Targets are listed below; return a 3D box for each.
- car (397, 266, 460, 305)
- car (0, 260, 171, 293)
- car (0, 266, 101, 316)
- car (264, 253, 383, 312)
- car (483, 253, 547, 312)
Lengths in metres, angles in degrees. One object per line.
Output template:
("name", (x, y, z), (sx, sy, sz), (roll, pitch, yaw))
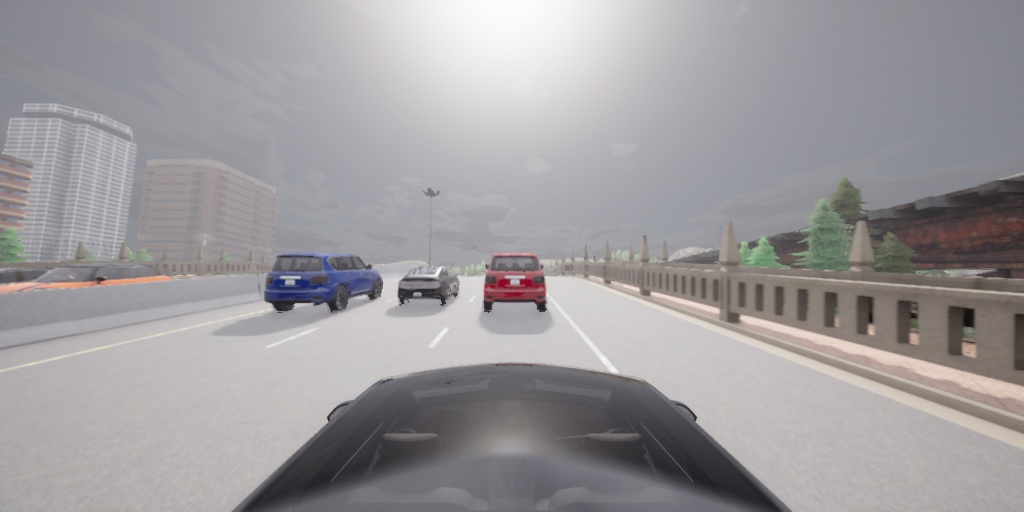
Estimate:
("car", (-3.403, 1.158, 15.336), (2.128, 1.511, 4.902), (0, 0, 0))
("car", (-14.099, 1.040, 11.897), (2.097, 1.767, 4.553), (0, 0, 0))
("car", (-17.599, 1.190, 12.089), (1.837, 1.490, 4.892), (0, 1, 0))
("car", (-6.901, 0.897, 13.833), (2.150, 2.045, 5.566), (0, 0, 0))
("car", (0.098, 0.896, 14.013), (2.150, 2.045, 5.566), (0, 0, 0))
